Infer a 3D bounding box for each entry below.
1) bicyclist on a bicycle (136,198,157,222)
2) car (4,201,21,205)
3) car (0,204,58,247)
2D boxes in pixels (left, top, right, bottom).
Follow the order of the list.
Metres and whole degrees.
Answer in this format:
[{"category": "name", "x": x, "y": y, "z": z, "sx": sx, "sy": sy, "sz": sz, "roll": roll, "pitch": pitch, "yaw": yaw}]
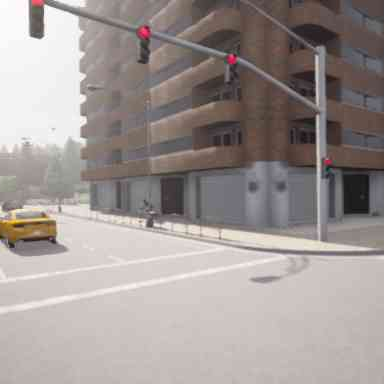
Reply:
[{"category": "bicyclist on a bicycle", "x": -3.197, "y": 1.281, "z": 23.447, "sx": 1.656, "sy": 1.620, "sz": 0.582, "roll": -1, "pitch": 0, "yaw": -36}, {"category": "car", "x": -22.617, "y": 1.769, "z": 42.044, "sx": 1.994, "sy": 1.385, "sz": 4.181, "roll": -1, "pitch": 0, "yaw": -36}, {"category": "car", "x": -7.774, "y": 1.545, "z": 15.614, "sx": 1.882, "sy": 1.535, "sz": 5.008, "roll": -1, "pitch": 0, "yaw": -36}]
